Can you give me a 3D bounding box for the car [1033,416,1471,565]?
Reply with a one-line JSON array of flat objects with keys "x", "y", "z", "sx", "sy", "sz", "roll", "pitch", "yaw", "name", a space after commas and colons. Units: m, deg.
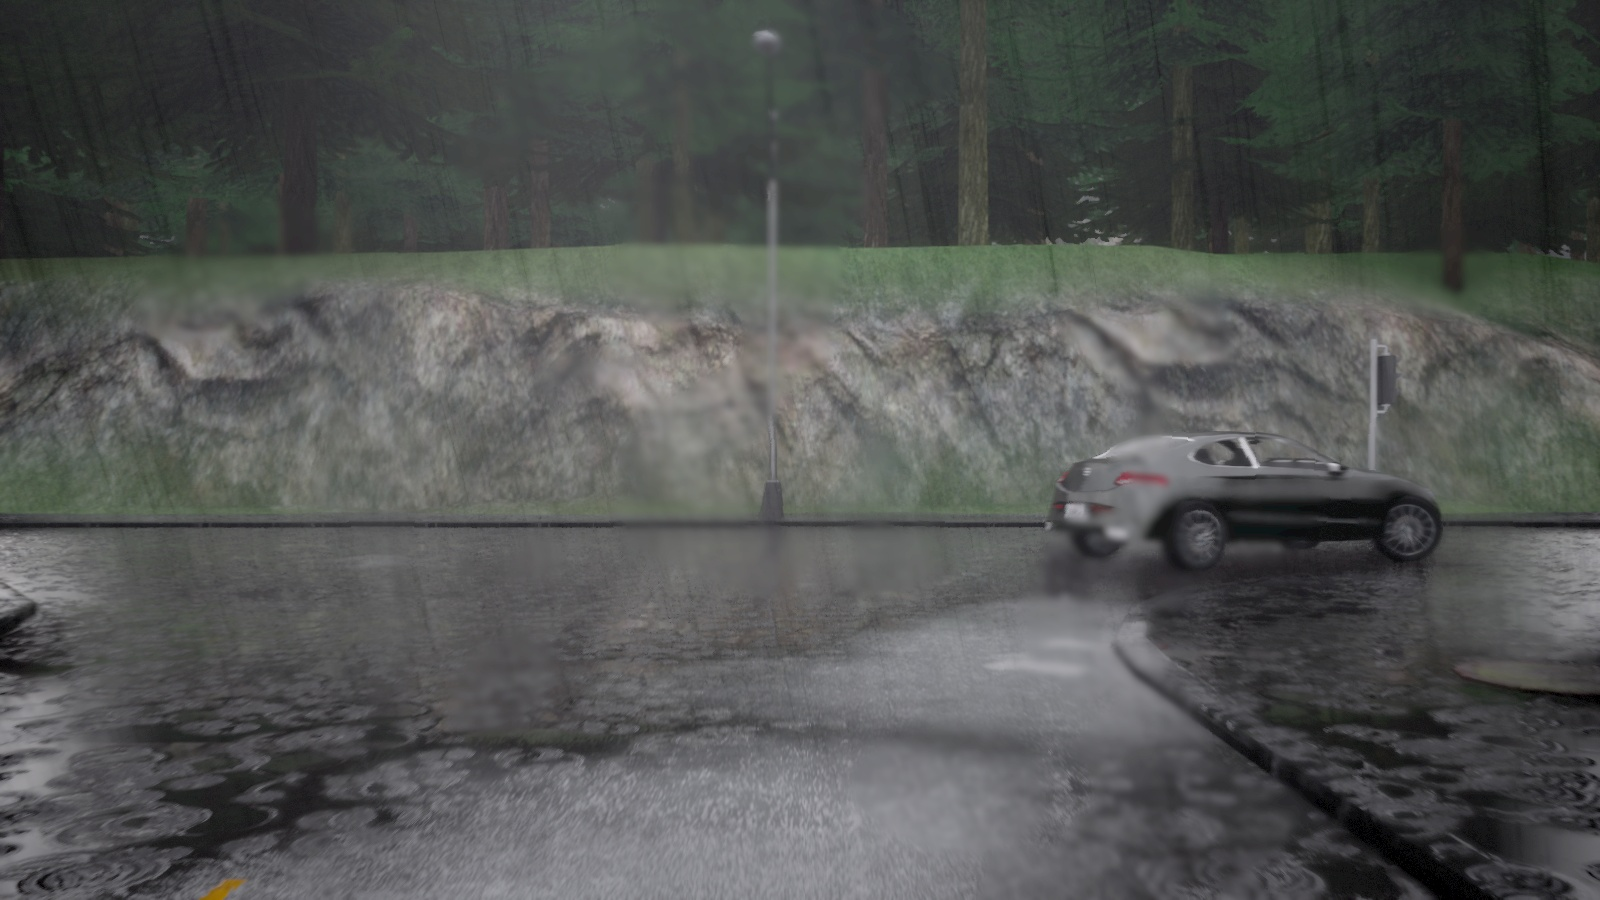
[{"x": 5.685, "y": 0.440, "z": 15.817, "sx": 5.027, "sy": 1.651, "sz": 2.152, "roll": 0, "pitch": 0, "yaw": -22, "name": "car"}]
